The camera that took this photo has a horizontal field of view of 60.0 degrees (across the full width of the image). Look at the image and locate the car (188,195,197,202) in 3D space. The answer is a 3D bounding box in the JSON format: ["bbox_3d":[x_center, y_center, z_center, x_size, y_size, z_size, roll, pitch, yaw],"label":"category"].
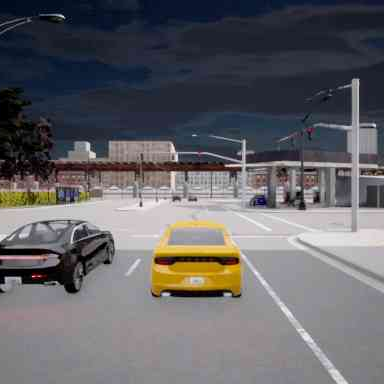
[{"bbox_3d":[0.161,1.446,73.545,1.994,1.385,4.181,0,0,0],"label":"car"}]

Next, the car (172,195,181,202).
[{"bbox_3d":[-3.339,1.386,73.552,1.837,1.490,4.892,0,0,0],"label":"car"}]

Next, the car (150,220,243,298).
[{"bbox_3d":[0.101,1.468,8.576,1.882,1.535,5.008,0,0,0],"label":"car"}]

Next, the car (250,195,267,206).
[{"bbox_3d":[9.818,1.253,48.849,2.242,1.667,4.611,0,0,0],"label":"car"}]

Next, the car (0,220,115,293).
[{"bbox_3d":[-3.398,1.474,8.793,2.128,1.511,4.902,0,0,0],"label":"car"}]

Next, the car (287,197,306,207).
[{"bbox_3d":[15.564,1.425,49.599,1.970,1.475,3.806,0,0,0],"label":"car"}]
